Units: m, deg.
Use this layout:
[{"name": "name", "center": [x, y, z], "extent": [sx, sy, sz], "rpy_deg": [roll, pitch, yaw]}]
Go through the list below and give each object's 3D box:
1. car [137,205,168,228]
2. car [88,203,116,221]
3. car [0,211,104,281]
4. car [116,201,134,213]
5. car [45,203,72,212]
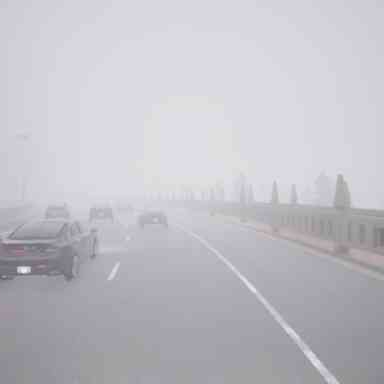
[{"name": "car", "center": [-2.829, 1.643, 23.313], "extent": [1.812, 1.442, 4.674], "rpy_deg": [0, 0, -13]}, {"name": "car", "center": [-7.727, 1.638, 28.283], "extent": [1.882, 1.535, 5.008], "rpy_deg": [0, 0, -16]}, {"name": "car", "center": [-4.127, 1.569, 10.123], "extent": [1.837, 1.490, 4.892], "rpy_deg": [0, 0, -5]}, {"name": "car", "center": [-8.316, 1.781, 40.385], "extent": [1.994, 1.385, 4.181], "rpy_deg": [0, 0, -22]}, {"name": "car", "center": [-11.555, 1.672, 28.886], "extent": [2.128, 1.511, 4.902], "rpy_deg": [0, 0, -16]}]
